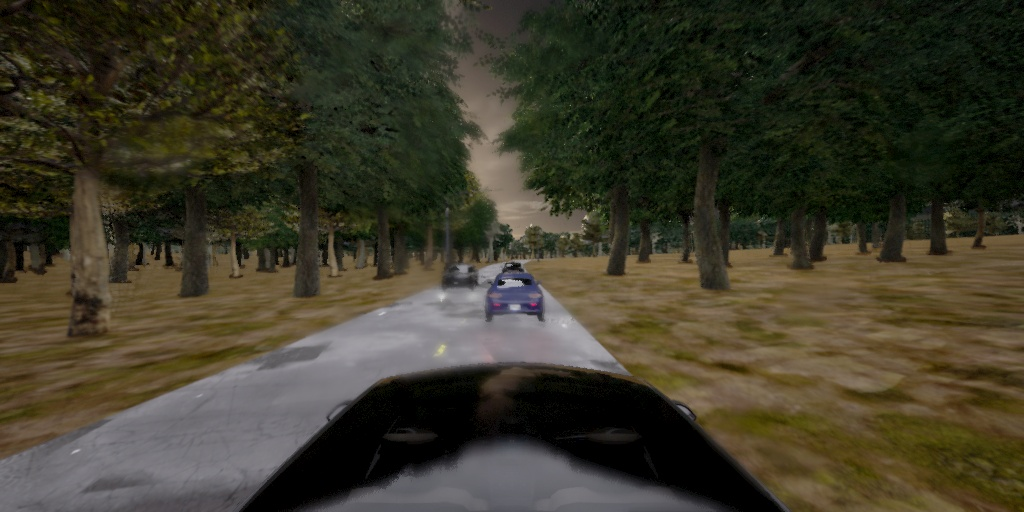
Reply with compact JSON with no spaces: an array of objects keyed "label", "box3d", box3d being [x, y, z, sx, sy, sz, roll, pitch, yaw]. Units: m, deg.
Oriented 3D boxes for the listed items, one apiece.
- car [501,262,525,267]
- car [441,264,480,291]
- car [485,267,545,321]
[{"label":"car","box3d":[0.092,1.263,30.302,1.837,1.490,4.892,0,0,0]},{"label":"car","box3d":[-3.091,1.231,22.293,1.882,1.535,5.008,0,0,0]},{"label":"car","box3d":[0.096,1.275,12.342,1.812,1.442,4.674,0,0,0]}]
